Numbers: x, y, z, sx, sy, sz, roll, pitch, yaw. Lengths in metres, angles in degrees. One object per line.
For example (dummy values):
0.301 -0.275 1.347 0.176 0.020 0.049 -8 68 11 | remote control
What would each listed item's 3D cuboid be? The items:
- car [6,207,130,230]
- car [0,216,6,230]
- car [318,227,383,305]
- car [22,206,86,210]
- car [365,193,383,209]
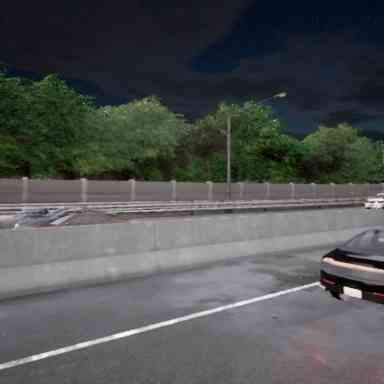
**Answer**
-4.702 1.524 13.509 4.674 1.442 1.812 0 0 -35 | car
-9.361 1.595 18.792 4.718 1.301 1.895 0 0 -35 | car
4.720 1.501 7.062 4.902 1.511 2.128 0 0 -35 | car
-6.143 1.489 16.777 4.902 1.511 2.128 0 0 -35 | car
24.045 1.170 41.603 5.566 2.045 2.150 -1 0 -33 | car
